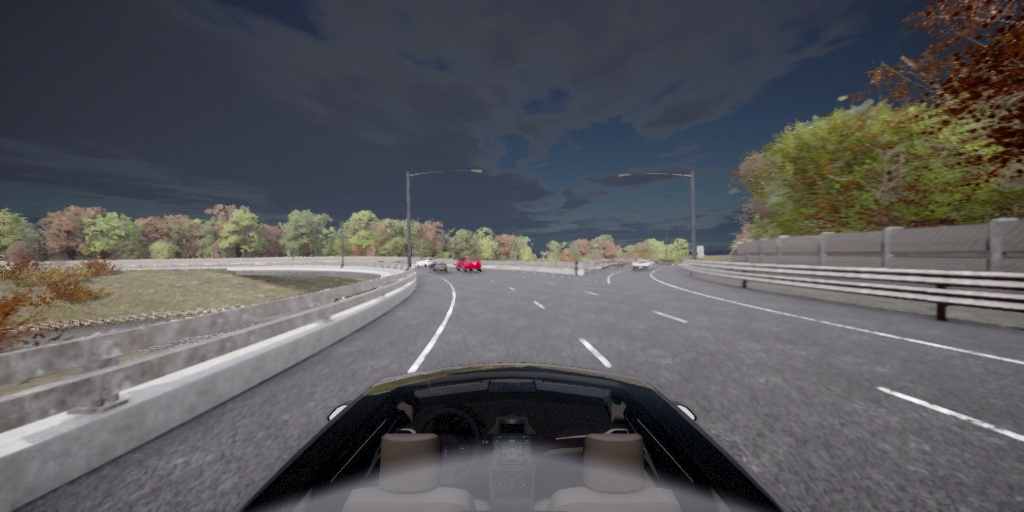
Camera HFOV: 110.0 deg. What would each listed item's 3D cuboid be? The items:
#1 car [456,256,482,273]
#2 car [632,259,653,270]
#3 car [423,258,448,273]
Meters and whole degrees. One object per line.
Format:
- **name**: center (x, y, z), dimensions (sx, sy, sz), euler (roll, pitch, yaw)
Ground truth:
- **car**: center (-5.660, 1.072, 46.443), dimensions (2.150, 2.045, 5.566), euler (-1, 0, -24)
- **car**: center (16.262, 1.041, 44.395), dimensions (1.895, 1.301, 4.718), euler (-1, 0, 29)
- **car**: center (-9.740, 1.419, 46.823), dimensions (2.128, 1.511, 4.902), euler (-1, 0, -25)
